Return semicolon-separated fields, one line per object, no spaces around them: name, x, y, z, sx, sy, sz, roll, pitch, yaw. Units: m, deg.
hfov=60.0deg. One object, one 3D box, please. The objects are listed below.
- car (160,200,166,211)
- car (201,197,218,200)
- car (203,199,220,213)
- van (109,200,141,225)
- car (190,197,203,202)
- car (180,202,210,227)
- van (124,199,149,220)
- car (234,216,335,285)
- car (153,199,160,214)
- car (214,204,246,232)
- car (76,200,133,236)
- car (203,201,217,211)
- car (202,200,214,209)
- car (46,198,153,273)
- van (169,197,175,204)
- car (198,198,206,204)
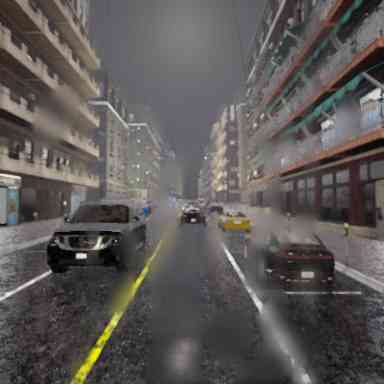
car;-5.294;2.011;49.254;1.947;1.339;4.313;2;-1;0
car;2.593;1.704;43.586;2.192;1.841;5.009;2;-1;0
car;2.587;1.886;37.920;2.008;1.369;4.403;2;-1;0
van;-5.286;1.572;26.597;1.690;1.788;3.998;2;-1;0
car;0.100;1.829;41.779;1.801;1.575;5.366;0;0;0
car;0.093;1.734;24.340;1.812;1.442;4.674;0;0;0
van;-5.286;1.625;32.262;1.690;1.788;3.998;2;-1;0
car;2.587;1.629;9.597;2.008;1.369;4.403;2;0;0
car;-5.285;1.652;37.927;2.192;1.841;5.009;2;-1;0
car;2.588;1.704;21.096;1.752;1.417;4.829;2;-1;0
car;-5.285;1.493;20.934;2.192;1.841;5.009;2;-1;0
car;2.585;2.027;49.249;1.802;1.307;4.206;2;-1;0
car;2.587;2.029;55.084;1.752;1.417;4.829;2;-1;0
car;-2.851;1.314;11.319;2.150;2.045;5.566;0;0;0
van;-5.288;2.205;87.491;1.690;1.788;3.998;2;-1;0
car;2.585;2.407;87.395;1.887;1.381;4.507;1;-1;0
